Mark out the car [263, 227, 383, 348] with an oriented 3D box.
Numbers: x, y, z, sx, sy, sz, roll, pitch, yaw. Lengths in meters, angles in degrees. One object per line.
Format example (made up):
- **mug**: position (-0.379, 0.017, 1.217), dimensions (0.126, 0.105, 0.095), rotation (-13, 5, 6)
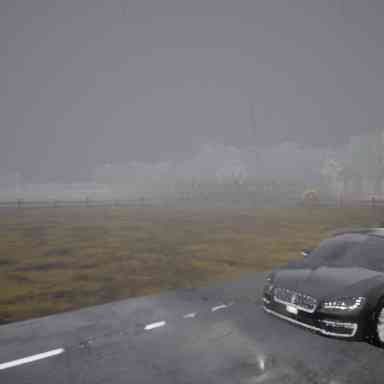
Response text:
- **car**: position (3.456, 1.485, 6.337), dimensions (4.892, 1.490, 1.837), rotation (0, 0, -36)
